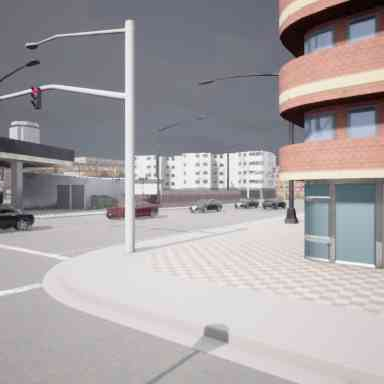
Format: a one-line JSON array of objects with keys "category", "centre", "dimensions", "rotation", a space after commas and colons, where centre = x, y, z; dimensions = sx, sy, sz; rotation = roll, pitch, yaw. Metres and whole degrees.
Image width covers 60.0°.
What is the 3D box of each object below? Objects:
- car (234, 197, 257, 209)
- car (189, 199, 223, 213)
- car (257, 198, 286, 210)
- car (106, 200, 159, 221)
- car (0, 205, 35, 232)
[{"category": "car", "centre": [7.507, 1.491, 45.358], "dimensions": [2.128, 1.511, 4.902], "rotation": [0, 0, 35]}, {"category": "car", "centre": [1.590, 1.492, 36.827], "dimensions": [2.128, 1.511, 4.902], "rotation": [0, 0, 35]}, {"category": "car", "centre": [10.839, 1.491, 43.727], "dimensions": [2.128, 1.511, 4.902], "rotation": [0, 0, 35]}, {"category": "car", "centre": [-4.843, 1.478, 27.510], "dimensions": [1.882, 1.535, 5.008], "rotation": [0, 0, 35]}, {"category": "car", "centre": [-11.160, 1.506, 18.208], "dimensions": [1.837, 1.490, 4.892], "rotation": [0, 0, 33]}]
